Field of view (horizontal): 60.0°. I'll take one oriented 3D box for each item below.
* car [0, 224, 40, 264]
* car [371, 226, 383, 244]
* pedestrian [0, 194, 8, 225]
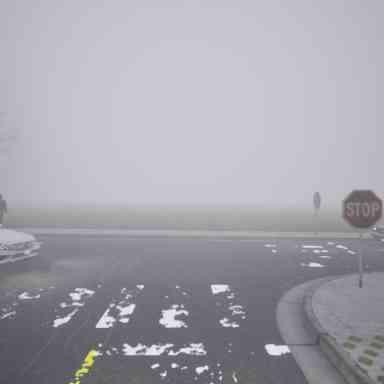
[{"bbox_3d":[-7.051,1.451,10.263,4.674,1.442,1.812,1,0,14],"label":"car"},{"bbox_3d":[10.291,1.756,14.105,4.718,1.301,1.895,1,0,0],"label":"car"},{"bbox_3d":[-9.699,0.999,16.883,0.375,1.860,0.375,0,-1,0],"label":"pedestrian"}]
